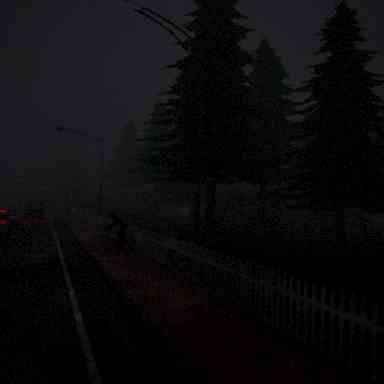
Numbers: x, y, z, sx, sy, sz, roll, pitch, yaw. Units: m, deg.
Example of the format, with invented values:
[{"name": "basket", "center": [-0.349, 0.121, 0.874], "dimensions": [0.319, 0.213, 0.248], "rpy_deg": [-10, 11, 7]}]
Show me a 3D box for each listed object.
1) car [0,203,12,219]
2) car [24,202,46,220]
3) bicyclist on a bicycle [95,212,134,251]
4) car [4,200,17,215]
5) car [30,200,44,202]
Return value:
[{"name": "car", "center": [-20.686, 2.126, 35.481], "dimensions": [1.812, 1.442, 4.674], "rpy_deg": [2, -2, -25]}, {"name": "car", "center": [-17.480, 2.218, 36.960], "dimensions": [1.882, 1.535, 5.008], "rpy_deg": [2, -2, -24]}, {"name": "bicyclist on a bicycle", "center": [-3.246, 1.693, 14.135], "dimensions": [1.656, 1.620, 0.582], "rpy_deg": [2, -2, -24]}, {"name": "car", "center": [-24.429, 2.253, 44.010], "dimensions": [1.882, 1.535, 5.008], "rpy_deg": [2, -2, -24]}, {"name": "car", "center": [-21.503, 2.149, 46.083], "dimensions": [2.150, 2.045, 5.566], "rpy_deg": [2, -2, -24]}]
